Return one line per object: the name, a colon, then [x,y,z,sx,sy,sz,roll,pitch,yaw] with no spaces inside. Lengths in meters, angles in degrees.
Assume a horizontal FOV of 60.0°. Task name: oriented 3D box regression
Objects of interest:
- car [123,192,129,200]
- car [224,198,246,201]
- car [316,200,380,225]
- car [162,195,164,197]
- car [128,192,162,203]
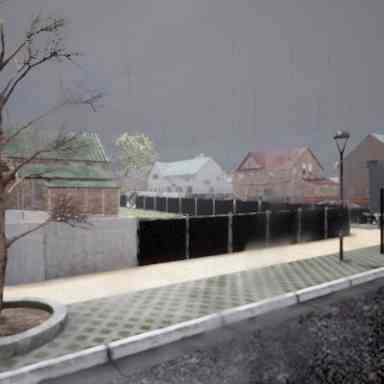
car: [-11.018,0.763,59.170,2.097,1.767,4.553,0,1,-34]
car: [4.268,1.276,31.675,1.812,1.442,4.674,0,1,-34]
car: [10.271,1.350,22.863,2.128,1.511,4.902,0,1,-34]
car: [-5.449,1.117,51.092,1.895,1.301,4.718,0,1,-34]
car: [-6.812,1.090,48.023,2.033,1.411,5.357,0,1,-34]
